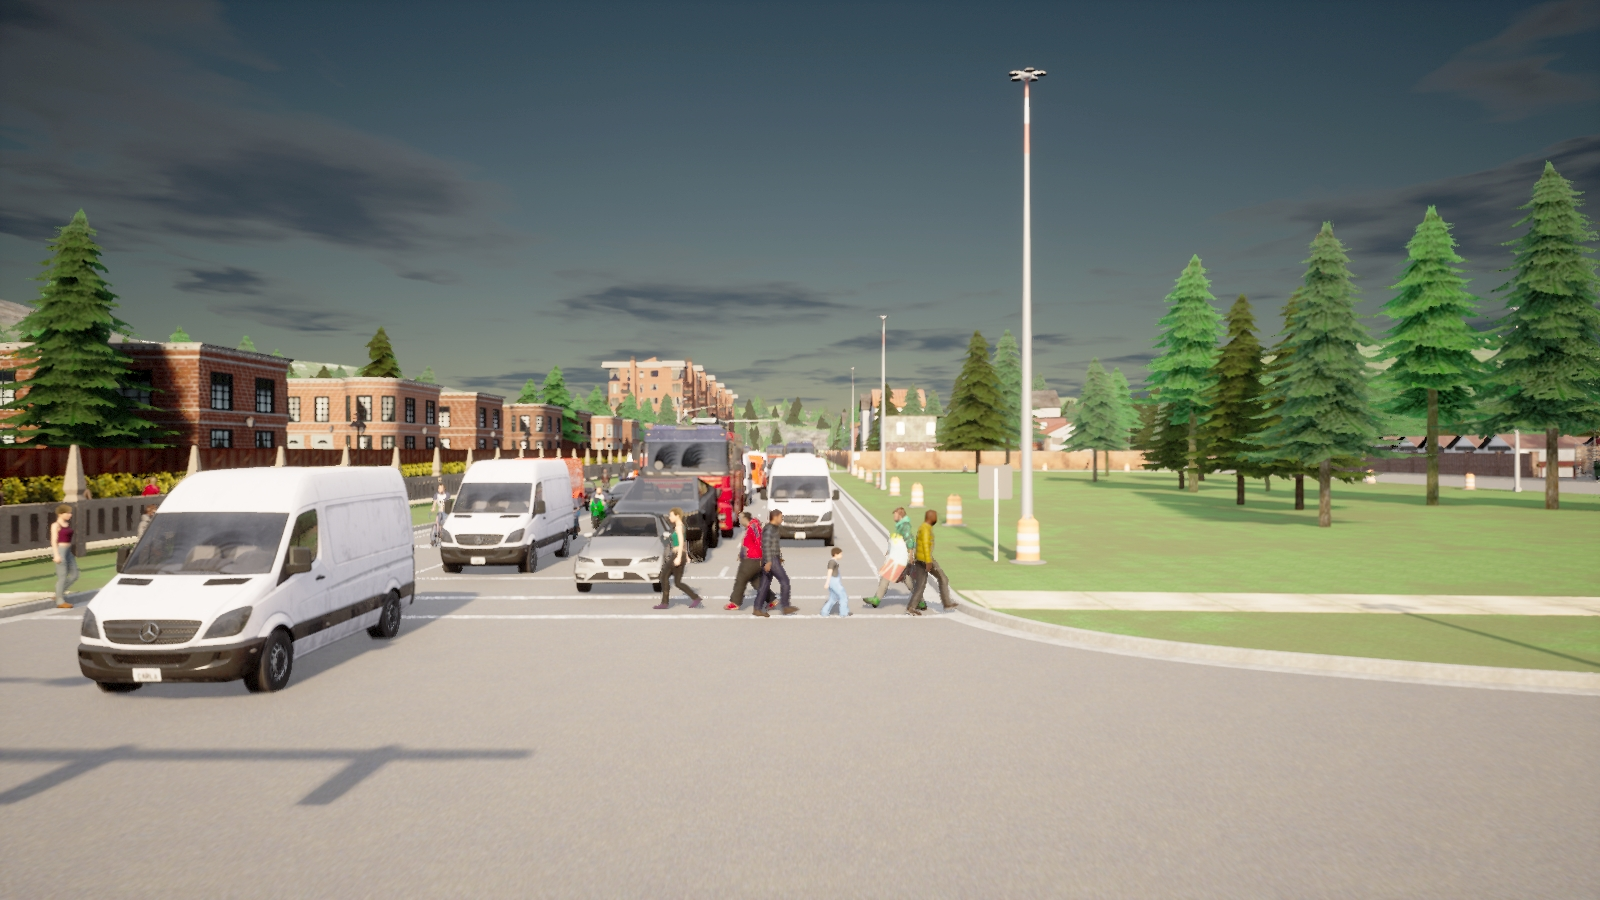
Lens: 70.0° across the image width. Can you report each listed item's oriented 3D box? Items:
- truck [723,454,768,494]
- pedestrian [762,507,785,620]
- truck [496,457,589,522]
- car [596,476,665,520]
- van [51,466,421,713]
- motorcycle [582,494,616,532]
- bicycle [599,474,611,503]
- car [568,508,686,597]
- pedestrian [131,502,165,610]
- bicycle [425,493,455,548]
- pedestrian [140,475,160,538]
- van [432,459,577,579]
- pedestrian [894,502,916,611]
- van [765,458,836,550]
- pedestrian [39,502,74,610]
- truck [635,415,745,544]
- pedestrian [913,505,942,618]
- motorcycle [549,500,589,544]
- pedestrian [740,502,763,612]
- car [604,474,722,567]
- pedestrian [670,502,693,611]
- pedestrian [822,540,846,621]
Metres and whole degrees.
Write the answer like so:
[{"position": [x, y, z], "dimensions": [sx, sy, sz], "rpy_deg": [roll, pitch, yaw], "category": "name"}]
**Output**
[{"position": [-3.490, 1.570, 74.255], "dimensions": [2.627, 2.467, 5.204], "rpy_deg": [0, -1, 0], "category": "truck"}, {"position": [-0.439, 1.887, 19.127], "dimensions": [0.375, 1.860, 0.375], "rpy_deg": [0, 0, -1], "category": "pedestrian"}, {"position": [-10.494, 1.558, 46.967], "dimensions": [2.627, 2.467, 5.204], "rpy_deg": [0, 0, 0], "category": "truck"}, {"position": [-6.993, 1.973, 47.760], "dimensions": [2.097, 1.638, 5.238], "rpy_deg": [0, 0, 0], "category": "car"}, {"position": [-6.995, 1.531, 15.152], "dimensions": [1.988, 2.561, 5.915], "rpy_deg": [0, 0, 0], "category": "van"}, {"position": [-6.995, 2.177, 39.861], "dimensions": [0.803, 1.199, 2.033], "rpy_deg": [0, 0, 0], "category": "motorcycle"}, {"position": [-10.487, 2.047, 61.331], "dimensions": [0.329, 1.471, 1.835], "rpy_deg": [0, 0, 0], "category": "bicycle"}, {"position": [-3.499, 2.060, 23.781], "dimensions": [1.816, 1.474, 4.193], "rpy_deg": [0, 0, 0], "category": "car"}, {"position": [-11.400, 1.844, 19.985], "dimensions": [0.375, 1.860, 0.375], "rpy_deg": [0, 0, 4], "category": "pedestrian"}, {"position": [-10.497, 2.049, 33.353], "dimensions": [0.373, 1.496, 1.643], "rpy_deg": [0, 0, 0], "category": "bicycle"}, {"position": [-19.506, 1.689, 34.295], "dimensions": [0.375, 1.860, 0.375], "rpy_deg": [0, 0, 2], "category": "pedestrian"}, {"position": [-6.993, 1.529, 27.732], "dimensions": [1.988, 2.561, 5.915], "rpy_deg": [0, 0, 0], "category": "van"}, {"position": [1.821, 1.844, 19.875], "dimensions": [0.375, 1.860, 0.375], "rpy_deg": [0, 0, 6], "category": "pedestrian"}, {"position": [0.008, 1.528, 34.944], "dimensions": [1.988, 2.561, 5.915], "rpy_deg": [0, 0, 0], "category": "van"}, {"position": [-13.000, 1.844, 19.990], "dimensions": [0.375, 1.860, 0.375], "rpy_deg": [0, 0, -5], "category": "pedestrian"}, {"position": [-3.491, 0.882, 38.332], "dimensions": [2.891, 3.827, 8.468], "rpy_deg": [0, 0, 0], "category": "truck"}, {"position": [2.150, 1.876, 19.276], "dimensions": [0.375, 1.860, 0.375], "rpy_deg": [0, 0, -11], "category": "pedestrian"}, {"position": [-6.996, 2.178, 34.646], "dimensions": [0.803, 1.199, 2.033], "rpy_deg": [0, 0, 0], "category": "motorcycle"}, {"position": [-0.840, 1.844, 19.813], "dimensions": [0.375, 1.860, 0.375], "rpy_deg": [0, 0, -1], "category": "pedestrian"}, {"position": [-3.496, 1.747, 30.485], "dimensions": [2.390, 2.098, 6.274], "rpy_deg": [0, 0, 0], "category": "car"}, {"position": [-2.066, 1.844, 19.966], "dimensions": [0.375, 1.860, 0.375], "rpy_deg": [0, 0, -11], "category": "pedestrian"}, {"position": [0.567, 2.182, 19.150], "dimensions": [0.375, 1.300, 0.375], "rpy_deg": [0, 0, -2], "category": "pedestrian"}]
